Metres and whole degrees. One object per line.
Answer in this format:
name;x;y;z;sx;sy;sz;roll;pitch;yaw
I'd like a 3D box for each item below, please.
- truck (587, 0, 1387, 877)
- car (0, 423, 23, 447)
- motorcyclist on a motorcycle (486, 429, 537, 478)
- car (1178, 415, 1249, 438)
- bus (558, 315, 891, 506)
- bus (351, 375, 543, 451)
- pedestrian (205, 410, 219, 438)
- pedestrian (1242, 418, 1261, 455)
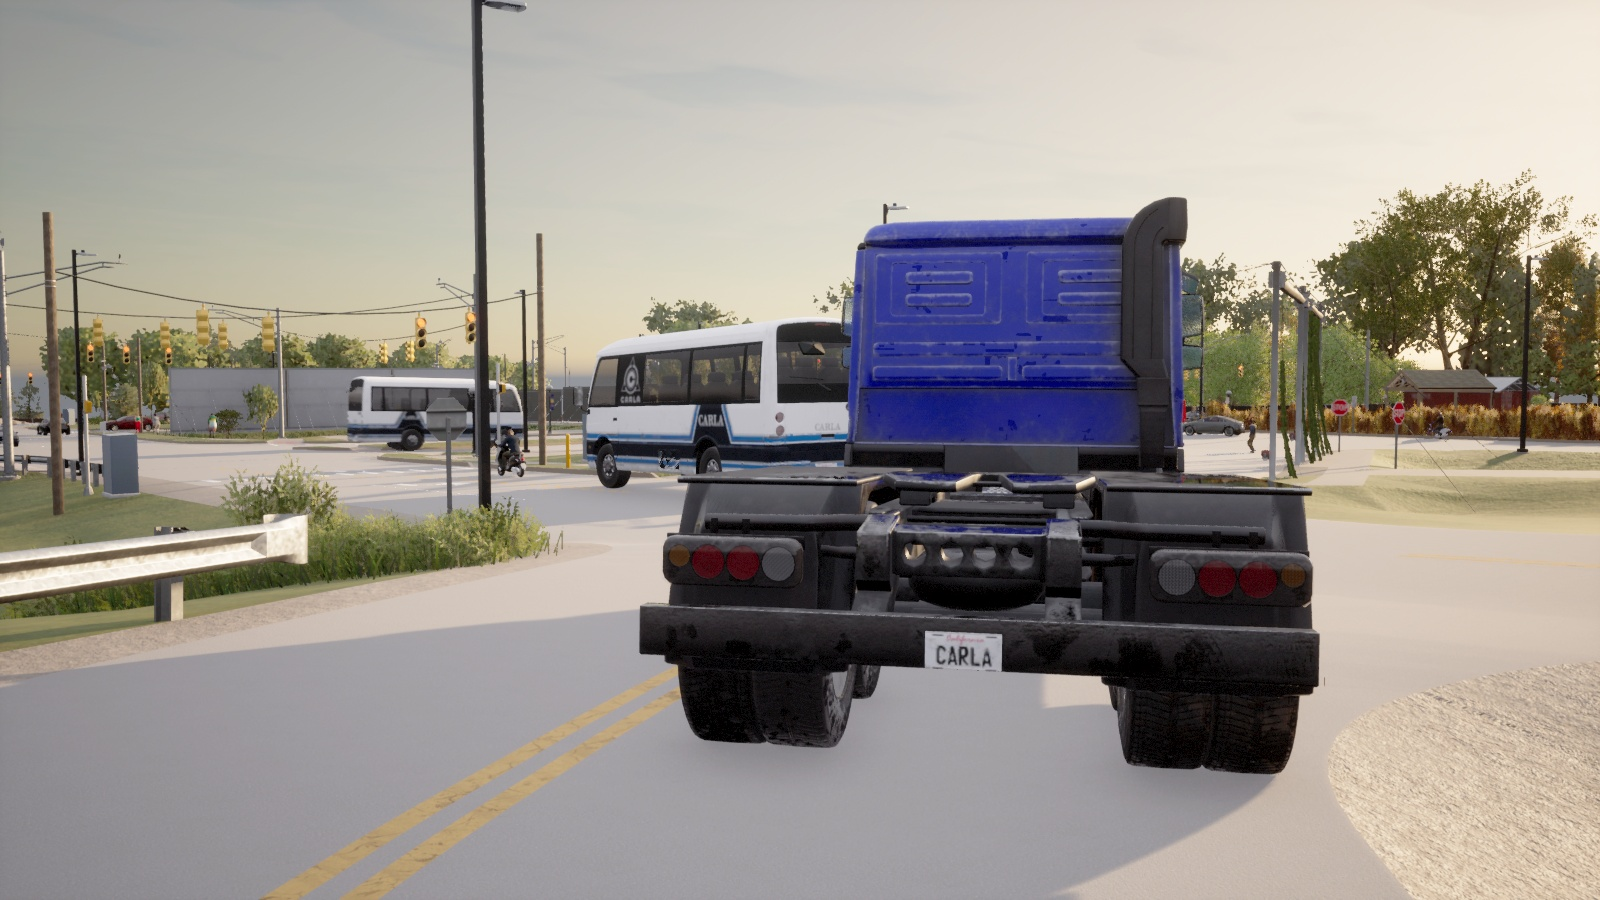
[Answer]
truck;1.377;-0.288;8.546;2.891;3.462;7.936;1;1;11
car;-52.967;-1.008;82.948;2.033;1.411;5.357;-3;3;-39
motorcyclist on a motorcycle;-9.695;0.094;42.163;0.866;1.590;1.817;-3;3;-41
car;28.311;-1.623;86.093;4.181;1.385;1.994;2;4;37
bus;-2.403;-1.042;33.243;3.944;4.253;10.273;-2;2;-35
bus;-20.931;-2.157;74.747;10.273;4.253;3.944;-1;2;-36
pedestrian;-41.931;-1.835;89.523;0.659;1.952;0.873;-3;4;-39
pedestrian;23.751;-0.716;66.072;0.788;1.949;0.423;3;4;36
